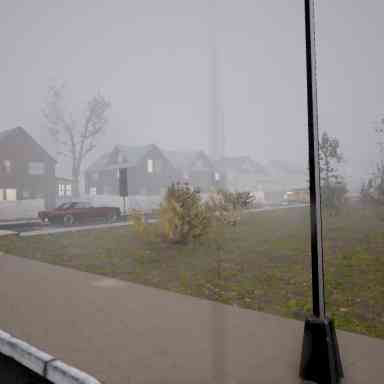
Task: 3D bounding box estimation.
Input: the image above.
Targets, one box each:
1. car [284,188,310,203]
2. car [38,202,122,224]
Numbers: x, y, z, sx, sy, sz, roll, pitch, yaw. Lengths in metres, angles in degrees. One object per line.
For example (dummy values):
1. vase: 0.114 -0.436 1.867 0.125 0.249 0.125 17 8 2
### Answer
1. car: 13.946 0.594 42.269 1.882 1.535 5.008 -2 -1 44
2. car: -6.726 1.253 20.442 1.895 1.301 4.718 -2 -1 43
